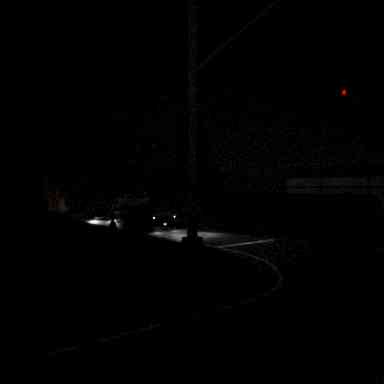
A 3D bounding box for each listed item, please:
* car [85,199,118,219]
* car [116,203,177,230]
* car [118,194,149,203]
[{"bbox_3d":[-8.386,1.478,29.874,1.882,1.535,5.008,0,0,-26],"label":"car"},{"bbox_3d":[-2.915,1.601,21.628,1.895,1.301,4.718,0,0,-37],"label":"car"},{"bbox_3d":[-7.742,1.221,41.449,2.150,2.045,5.566,0,0,34],"label":"car"}]
